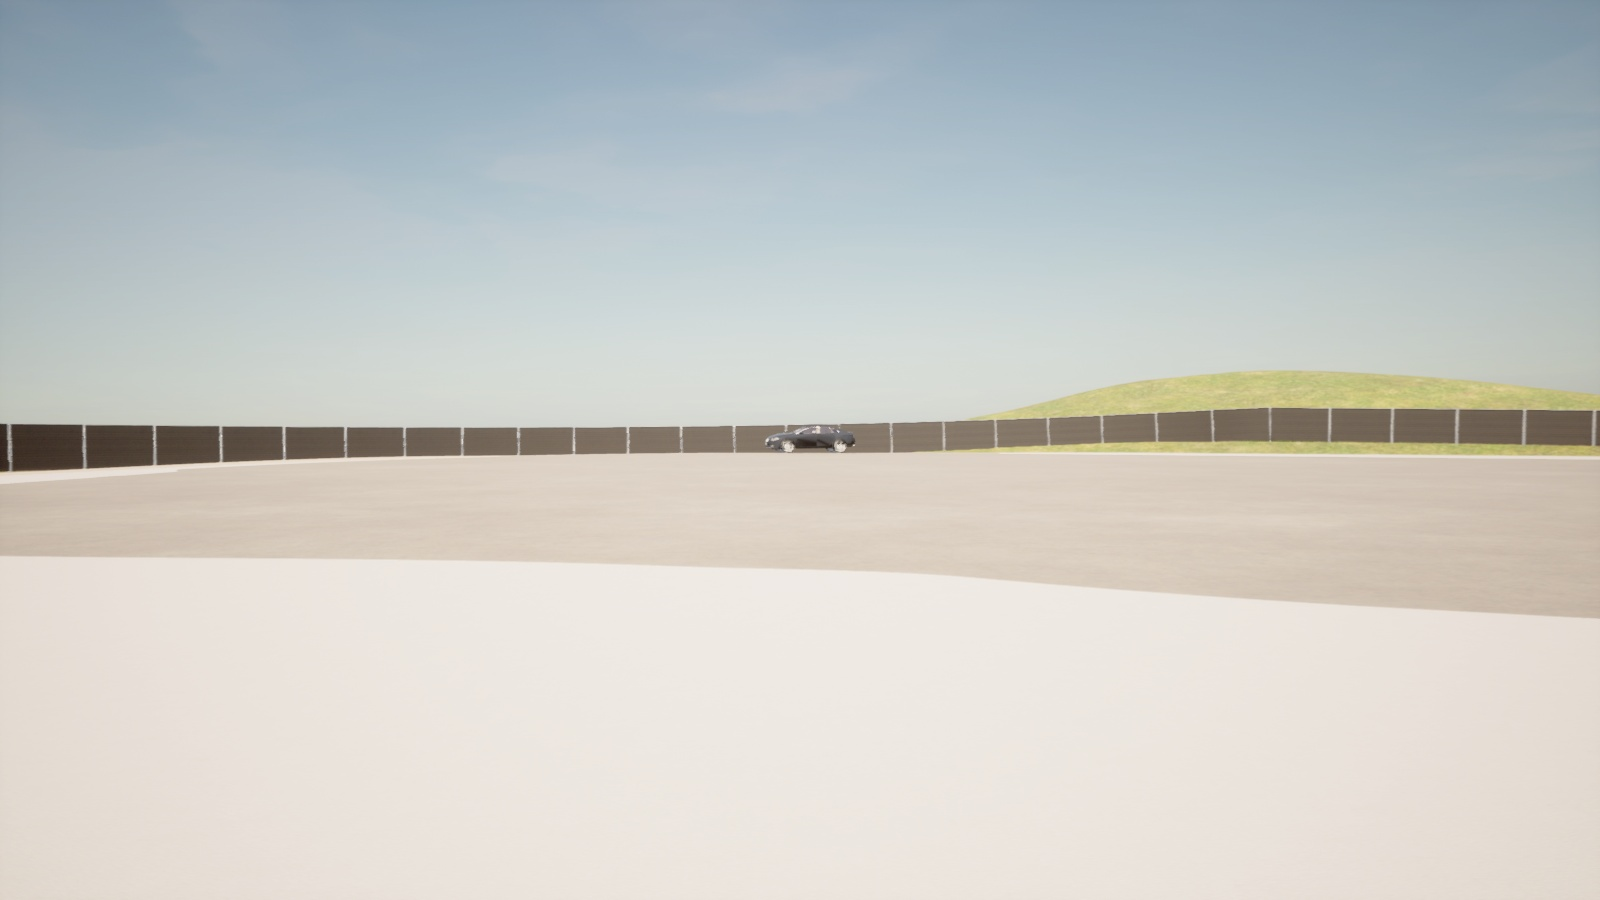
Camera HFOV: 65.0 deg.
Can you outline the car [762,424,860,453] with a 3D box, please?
[{"bbox_3d":[0.578,-0.625,67.937,4.902,1.511,2.128,1,0,-12],"label":"car"}]
